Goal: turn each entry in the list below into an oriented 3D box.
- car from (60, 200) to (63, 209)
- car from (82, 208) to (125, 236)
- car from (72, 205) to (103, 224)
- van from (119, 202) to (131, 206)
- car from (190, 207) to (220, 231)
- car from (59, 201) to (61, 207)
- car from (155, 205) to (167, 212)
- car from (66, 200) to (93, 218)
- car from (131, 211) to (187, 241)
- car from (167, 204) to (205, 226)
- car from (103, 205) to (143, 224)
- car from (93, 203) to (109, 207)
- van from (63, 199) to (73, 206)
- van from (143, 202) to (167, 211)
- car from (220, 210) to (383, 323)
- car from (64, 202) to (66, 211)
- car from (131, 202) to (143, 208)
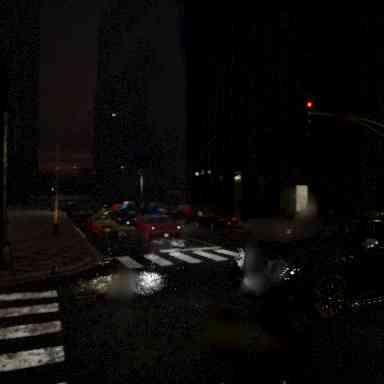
[{"bbox_3d":[-23.344,2.783,63.065,1.967,1.590,4.097,0,-1,-23],"label":"car"},{"bbox_3d":[-6.025,2.026,22.272,1.752,1.417,4.829,0,-1,-23],"label":"car"},{"bbox_3d":[-9.909,2.242,31.421,2.008,1.369,4.403,0,-1,-23],"label":"car"},{"bbox_3d":[-10.133,2.523,53.858,1.690,1.788,3.998,0,-1,-23],"label":"van"},{"bbox_3d":[1.763,2.144,25.748,1.887,1.381,4.507,0,-1,-23],"label":"car"},{"bbox_3d":[-29.647,3.185,77.913,1.887,1.381,4.507,0,-1,-23],"label":"car"},{"bbox_3d":[-2.202,2.376,35.116,1.802,1.307,4.206,0,-1,-23],"label":"car"},{"bbox_3d":[-13.730,2.193,40.419,2.192,1.841,5.009,0,-1,-23],"label":"car"},{"bbox_3d":[-2.150,2.062,19.984,1.895,1.301,4.718,1,-1,-21],"label":"car"},{"bbox_3d":[-0.222,2.012,30.436,2.192,1.841,5.009,0,-1,-23],"label":"car"},{"bbox_3d":[-6.317,2.213,29.790,2.033,1.411,5.357,1,-1,-23],"label":"car"},{"bbox_3d":[-12.940,2.539,45.495,2.033,1.411,5.357,1,-1,-23],"label":"car"},{"bbox_3d":[-19.457,2.496,53.909,1.690,1.788,3.998,0,-1,-23],"label":"van"},{"bbox_3d":[-4.186,2.233,39.805,1.690,1.788,3.998,0,-1,-23],"label":"van"},{"bbox_3d":[3.653,1.455,7.550,5.566,2.045,2.150,1,-1,-23],"label":"car"},{"bbox_3d":[-17.547,2.503,49.410,1.967,1.590,4.097,0,-1,-23],"label":"car"},{"bbox_3d":[-6.169,2.304,44.489,2.192,1.841,5.009,0,-1,-23],"label":"car"}]
